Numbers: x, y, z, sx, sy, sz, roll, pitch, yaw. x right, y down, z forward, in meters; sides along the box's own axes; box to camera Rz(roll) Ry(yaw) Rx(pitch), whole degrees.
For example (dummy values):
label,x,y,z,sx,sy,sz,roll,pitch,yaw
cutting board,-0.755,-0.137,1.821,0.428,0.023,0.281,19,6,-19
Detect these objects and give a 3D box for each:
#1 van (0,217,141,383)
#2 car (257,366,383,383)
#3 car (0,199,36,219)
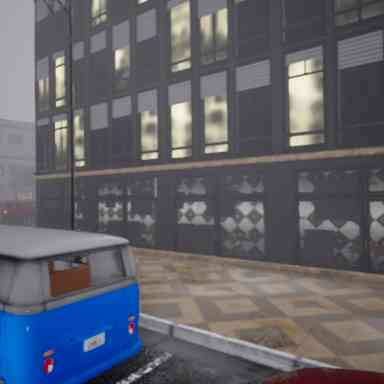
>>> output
label,x,y,z,sx,sy,sz,roll,pitch,yaw
van,-2.557,1.403,4.661,3.998,1.788,1.690,-1,-1,35
car,2.077,1.569,1.356,4.206,1.307,1.802,-1,-1,35
car,-12.448,1.693,26.772,2.192,1.841,5.009,-2,-1,35
